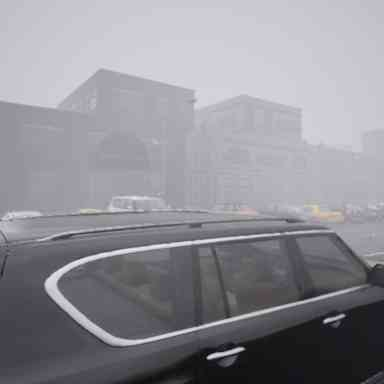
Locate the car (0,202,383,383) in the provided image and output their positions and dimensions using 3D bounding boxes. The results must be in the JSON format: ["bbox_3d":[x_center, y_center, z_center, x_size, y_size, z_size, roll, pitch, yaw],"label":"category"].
[{"bbox_3d":[0.449,1.223,3.453,5.566,2.045,2.150,0,0,-36],"label":"car"}]

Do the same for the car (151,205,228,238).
[{"bbox_3d":[-0.282,1.560,18.769,2.002,1.452,4.674,1,0,-35],"label":"car"}]

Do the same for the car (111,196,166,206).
[{"bbox_3d":[-2.527,1.245,17.141,2.435,2.045,5.566,0,0,-35],"label":"car"}]

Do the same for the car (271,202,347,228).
[{"bbox_3d":[8.771,1.659,25.429,1.946,1.575,5.366,1,-1,-35],"label":"car"}]

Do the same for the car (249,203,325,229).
[{"bbox_3d":[6.609,1.625,23.673,2.231,1.521,4.892,1,-1,-35],"label":"car"}]

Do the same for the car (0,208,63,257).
[{"bbox_3d":[-7.070,1.510,13.946,2.002,1.452,4.674,0,0,-35],"label":"car"}]

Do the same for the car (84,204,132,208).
[{"bbox_3d":[-4.918,1.477,15.706,1.946,1.575,5.366,0,0,-35],"label":"car"}]
